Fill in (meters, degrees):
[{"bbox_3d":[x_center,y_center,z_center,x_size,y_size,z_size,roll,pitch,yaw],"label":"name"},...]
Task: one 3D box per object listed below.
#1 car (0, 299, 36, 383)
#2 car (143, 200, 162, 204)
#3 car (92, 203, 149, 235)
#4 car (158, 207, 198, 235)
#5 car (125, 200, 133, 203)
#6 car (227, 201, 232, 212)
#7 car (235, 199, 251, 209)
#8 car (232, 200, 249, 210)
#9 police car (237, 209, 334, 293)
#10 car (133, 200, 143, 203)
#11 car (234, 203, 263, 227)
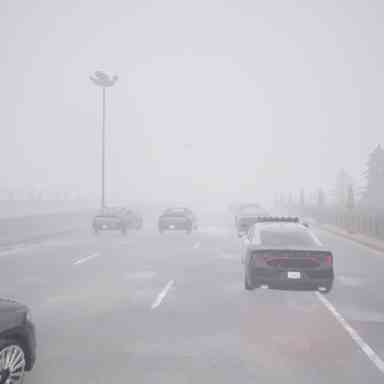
[{"bbox_3d":[-2.981,1.495,2.072,2.128,1.511,4.902,0,0,7],"label":"car"},{"bbox_3d":[-6.104,2.120,56.195,1.895,1.301,4.718,0,-1,15],"label":"car"},{"bbox_3d":[-4.331,1.663,20.011,2.128,1.511,4.902,0,-1,7],"label":"car"},{"bbox_3d":[-0.771,1.671,20.316,2.128,1.511,4.902,0,-1,7],"label":"car"},{"bbox_3d":[-11.185,2.200,63.700,1.895,1.301,4.718,0,-1,18],"label":"car"},{"bbox_3d":[5.882,1.970,45.484,2.033,1.411,5.357,0,0,12],"label":"car"},{"bbox_3d":[8.884,2.049,57.701,1.812,1.442,4.674,0,-1,20],"label":"car"},{"bbox_3d":[4.285,1.583,25.051,2.097,1.767,4.553,0,-1,7],"label":"car"},{"bbox_3d":[2.378,1.504,9.305,1.930,1.638,5.238,0,-1,7],"label":"police car"},{"bbox_3d":[-8.359,2.170,60.996,1.895,1.301,4.718,0,-1,18],"label":"car"},{"bbox_3d":[3.567,1.652,19.123,1.882,1.535,5.008,0,-1,7],"label":"car"}]
